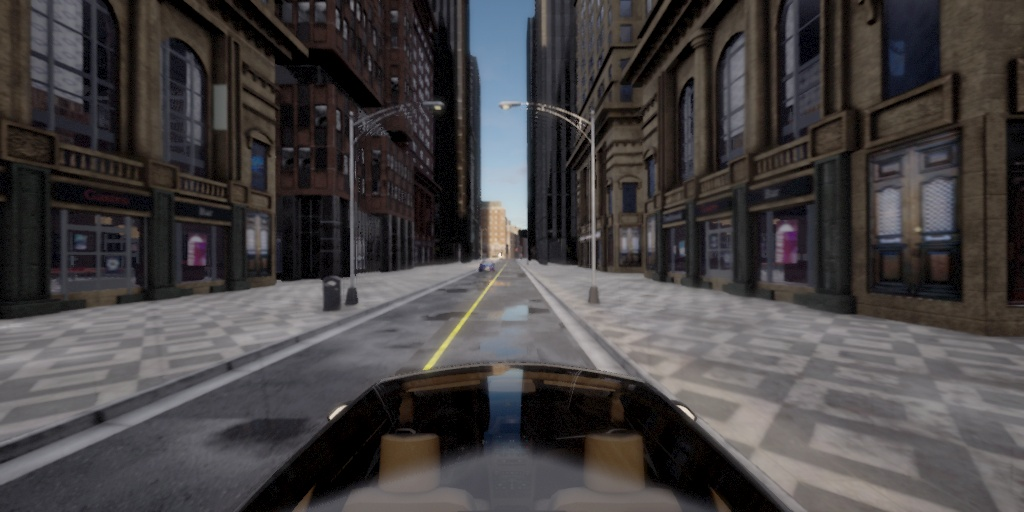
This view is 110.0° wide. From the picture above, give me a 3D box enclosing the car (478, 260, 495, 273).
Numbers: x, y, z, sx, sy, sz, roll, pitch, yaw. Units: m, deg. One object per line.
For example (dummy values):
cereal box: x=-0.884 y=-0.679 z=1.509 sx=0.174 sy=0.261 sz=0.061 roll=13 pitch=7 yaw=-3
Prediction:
car: x=-2.973 y=1.247 z=43.220 sx=1.812 sy=1.442 sz=4.674 roll=0 pitch=0 yaw=0
